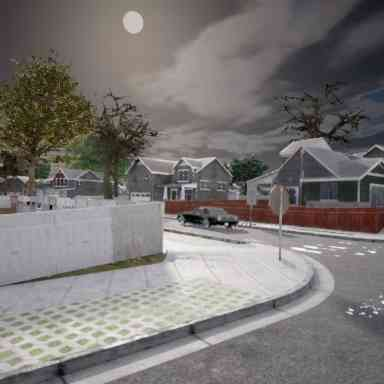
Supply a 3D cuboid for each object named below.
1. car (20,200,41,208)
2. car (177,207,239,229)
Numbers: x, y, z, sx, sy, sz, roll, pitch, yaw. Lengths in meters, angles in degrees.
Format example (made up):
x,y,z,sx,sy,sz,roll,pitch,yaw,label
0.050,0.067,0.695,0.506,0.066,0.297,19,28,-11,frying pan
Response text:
x,y,z,sx,sy,sz,roll,pitch,yaw,label
-21.969,1.395,44.950,1.812,1.442,4.674,3,-2,-43,car
0.893,1.646,21.844,1.895,1.301,4.718,3,-2,-32,car
